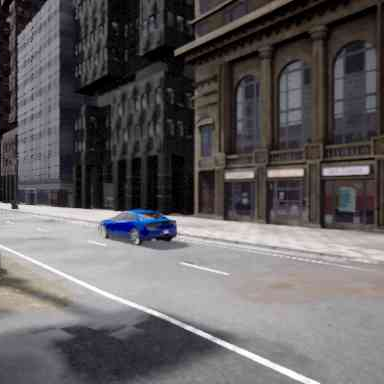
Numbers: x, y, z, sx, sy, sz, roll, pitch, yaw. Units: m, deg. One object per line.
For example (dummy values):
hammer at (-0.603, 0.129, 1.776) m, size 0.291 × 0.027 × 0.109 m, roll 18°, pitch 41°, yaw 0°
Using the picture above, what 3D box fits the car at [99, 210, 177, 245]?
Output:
car at (-2.817, 1.627, 16.552) m, size 1.882 × 1.535 × 5.008 m, roll 0°, pitch 0°, yaw -42°
